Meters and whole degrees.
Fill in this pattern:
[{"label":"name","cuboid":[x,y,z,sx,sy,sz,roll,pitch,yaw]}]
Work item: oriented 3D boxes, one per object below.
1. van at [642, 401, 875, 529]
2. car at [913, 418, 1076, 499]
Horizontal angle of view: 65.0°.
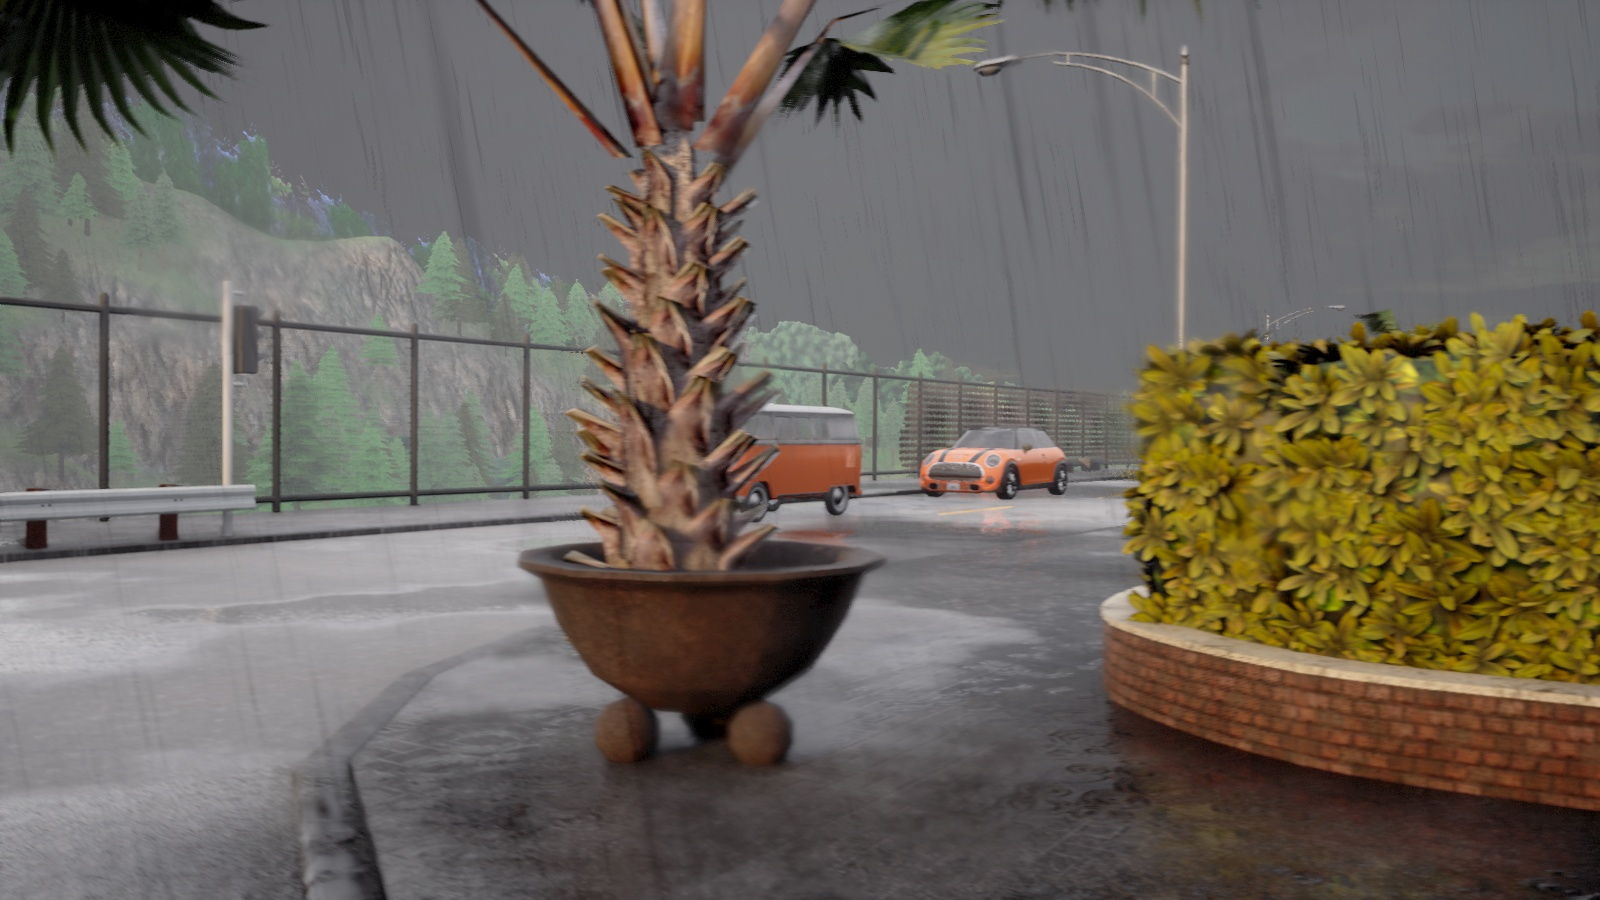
[{"label":"van","cuboid":[-0.594,0.194,21.843,1.775,1.987,4.442,0,1,34]},{"label":"car","cuboid":[4.713,0.144,29.853,2.097,1.767,4.553,0,1,34]}]
